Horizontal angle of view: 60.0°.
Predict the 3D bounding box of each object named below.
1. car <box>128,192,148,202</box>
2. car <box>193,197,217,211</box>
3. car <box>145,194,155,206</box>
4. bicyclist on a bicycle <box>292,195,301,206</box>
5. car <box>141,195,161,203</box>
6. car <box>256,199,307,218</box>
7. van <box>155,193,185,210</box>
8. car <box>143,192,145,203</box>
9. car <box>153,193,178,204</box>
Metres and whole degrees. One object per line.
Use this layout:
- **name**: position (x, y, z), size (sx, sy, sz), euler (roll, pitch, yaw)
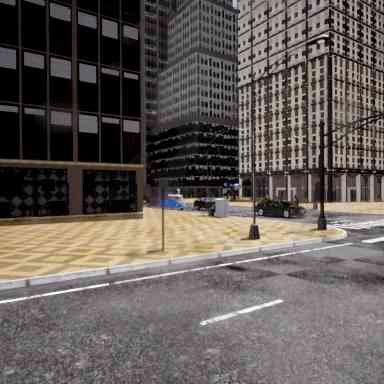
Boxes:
- **car**: position (-10.924, 0.982, 67.191), size (2.192, 1.841, 5.009), euler (0, 0, -34)
- **car**: position (2.070, 1.359, 37.613), size (2.128, 1.511, 4.902), euler (-1, 1, -34)
- **car**: position (-4.548, 1.337, 47.435), size (1.812, 1.442, 4.674), euler (-1, 1, -34)
- **bicyclist on a bicycle**: position (12.028, 1.119, 38.473), size (1.656, 1.620, 0.582), euler (-1, 1, -34)
- **car**: position (-7.822, 1.239, 62.602), size (1.887, 1.381, 4.507), euler (0, 0, -34)
- **car**: position (7.723, 1.420, 29.245), size (1.837, 1.490, 4.892), euler (-1, 1, -34)
- **van**: position (-2.360, 1.211, 39.550), size (1.690, 1.788, 3.998), euler (0, 0, -34)
- **car**: position (-6.397, 1.252, 55.771), size (1.837, 1.490, 4.892), euler (-1, 1, -34)
- **car**: position (-4.721, 1.036, 58.011), size (2.192, 1.841, 5.009), euler (0, 0, -34)
